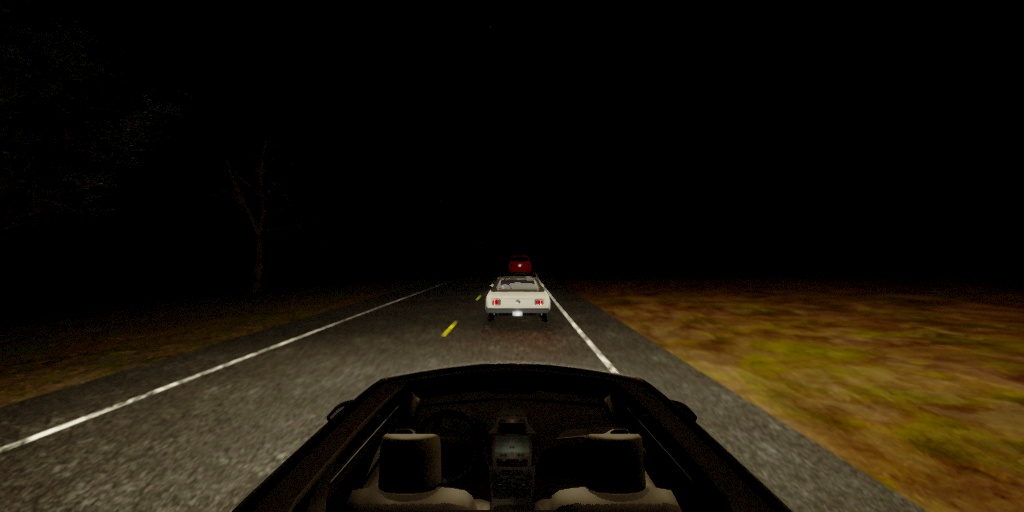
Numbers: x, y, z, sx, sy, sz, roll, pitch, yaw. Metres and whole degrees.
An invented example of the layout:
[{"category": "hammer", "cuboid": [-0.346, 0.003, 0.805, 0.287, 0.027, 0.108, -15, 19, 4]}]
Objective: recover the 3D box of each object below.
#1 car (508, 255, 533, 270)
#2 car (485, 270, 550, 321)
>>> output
[{"category": "car", "cuboid": [0.799, 0.957, 34.686, 2.150, 2.045, 5.566, 0, 0, 2]}, {"category": "car", "cuboid": [0.192, 1.348, 12.421, 1.895, 1.301, 4.718, 0, 0, 1]}]
